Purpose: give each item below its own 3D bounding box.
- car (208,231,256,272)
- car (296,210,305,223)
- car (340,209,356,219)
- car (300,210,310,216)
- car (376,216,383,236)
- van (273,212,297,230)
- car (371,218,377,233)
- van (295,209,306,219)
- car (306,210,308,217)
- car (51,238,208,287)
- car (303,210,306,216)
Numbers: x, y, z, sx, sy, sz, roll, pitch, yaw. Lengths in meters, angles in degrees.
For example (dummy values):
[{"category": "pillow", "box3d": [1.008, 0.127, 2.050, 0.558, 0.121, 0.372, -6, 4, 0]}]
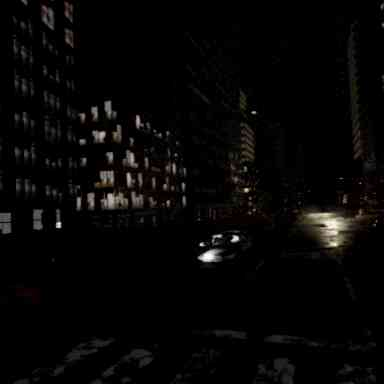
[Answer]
[{"category": "car", "box3d": [1.486, 2.288, 13.498, 2.008, 1.369, 4.403, -4, -4, 21]}, {"category": "car", "box3d": [15.534, 3.907, 50.248, 2.008, 1.369, 4.403, -4, -4, 21]}, {"category": "car", "box3d": [27.372, 3.941, 57.776, 1.802, 1.307, 4.206, -5, -4, 21]}, {"category": "car", "box3d": [29.584, 5.565, 86.994, 2.008, 1.369, 4.403, -5, -4, 21]}, {"category": "car", "box3d": [13.323, 2.293, 21.028, 1.947, 1.339, 4.313, -5, -4, 21]}, {"category": "van", "box3d": [9.503, 2.998, 34.512, 1.690, 1.788, 3.998, -4, -4, 21]}, {"category": "car", "box3d": [15.330, 2.523, 26.278, 1.947, 1.339, 4.313, -5, -4, 21]}, {"category": "van", "box3d": [21.544, 4.405, 66.010, 1.690, 1.788, 3.998, -4, -4, 21]}, {"category": "car", "box3d": [19.548, 4.372, 60.748, 1.887, 1.381, 4.507, -4, -4, 21]}, {"category": "car", "box3d": [-2.080, 2.221, 11.079, 4.718, 1.301, 1.895, 1, -1, -27]}, {"category": "car", "box3d": [17.479, 4.109, 55.341, 1.752, 1.417, 4.829, -4, -4, 21]}]
